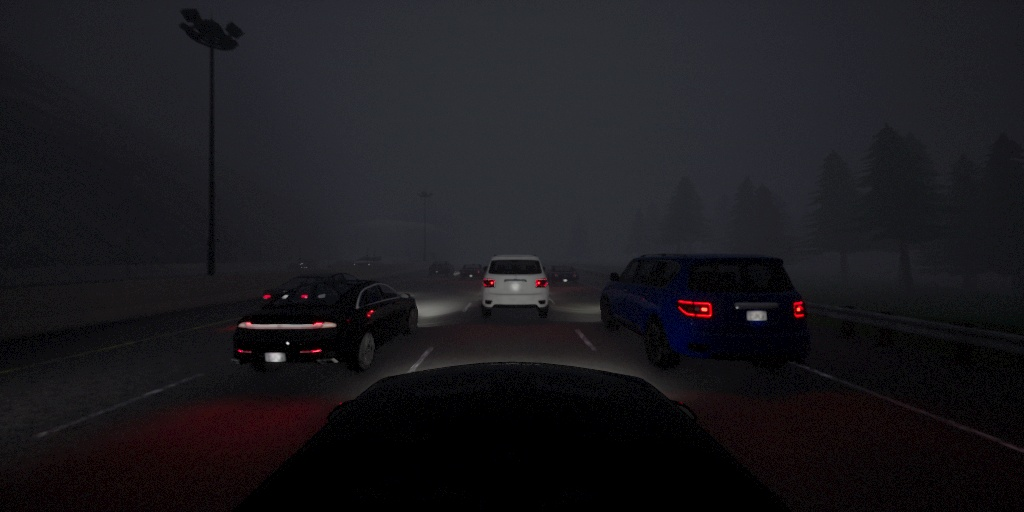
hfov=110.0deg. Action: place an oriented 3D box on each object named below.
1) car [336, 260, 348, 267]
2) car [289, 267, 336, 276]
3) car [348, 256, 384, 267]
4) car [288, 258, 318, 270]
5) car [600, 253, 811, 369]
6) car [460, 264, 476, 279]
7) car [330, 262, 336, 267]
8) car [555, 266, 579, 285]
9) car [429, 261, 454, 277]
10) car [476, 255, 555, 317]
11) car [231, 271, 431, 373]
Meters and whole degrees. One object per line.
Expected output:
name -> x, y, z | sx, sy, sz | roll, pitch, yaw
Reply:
car -> -21.340, 1.315, 48.139 | 1.994, 1.385, 4.181 | 0, 0, -2
car -> -6.902, 1.298, 13.457 | 2.033, 1.411, 5.357 | 0, 0, 0
car -> -17.706, 0.972, 44.452 | 2.150, 2.045, 5.566 | 0, 0, -1
car -> -28.358, 1.103, 48.738 | 2.097, 1.767, 4.553 | 0, 0, -2
car -> 3.599, 0.972, 7.954 | 2.150, 2.045, 5.566 | 0, 0, 0
car -> -3.405, 1.351, 31.964 | 1.895, 1.301, 4.718 | 0, 0, 0
car -> -25.087, 1.276, 52.976 | 1.812, 1.442, 4.674 | 0, 0, -3
car -> 3.595, 1.351, 26.382 | 1.895, 1.301, 4.718 | 0, 0, 0
car -> -6.906, 1.242, 35.430 | 2.128, 1.511, 4.902 | 0, 0, 0
car -> 0.098, 0.972, 13.269 | 2.150, 2.045, 5.566 | 0, 0, 0
car -> -3.402, 1.242, 7.583 | 2.128, 1.511, 4.902 | 0, 0, 0
